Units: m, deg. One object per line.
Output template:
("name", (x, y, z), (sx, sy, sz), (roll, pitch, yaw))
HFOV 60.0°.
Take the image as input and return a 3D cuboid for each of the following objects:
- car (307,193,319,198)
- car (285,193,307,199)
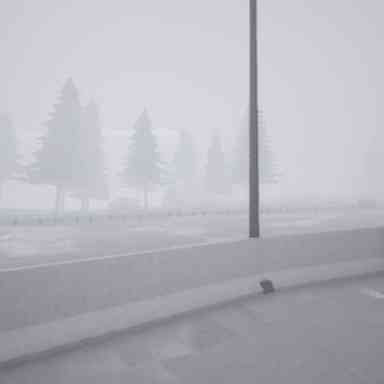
("car", (28.142, 0.963, 78.253), (1.837, 1.490, 4.892), (0, 0, -4))
("car", (24.613, 1.008, 79.025), (2.128, 1.511, 4.902), (0, 0, -4))
